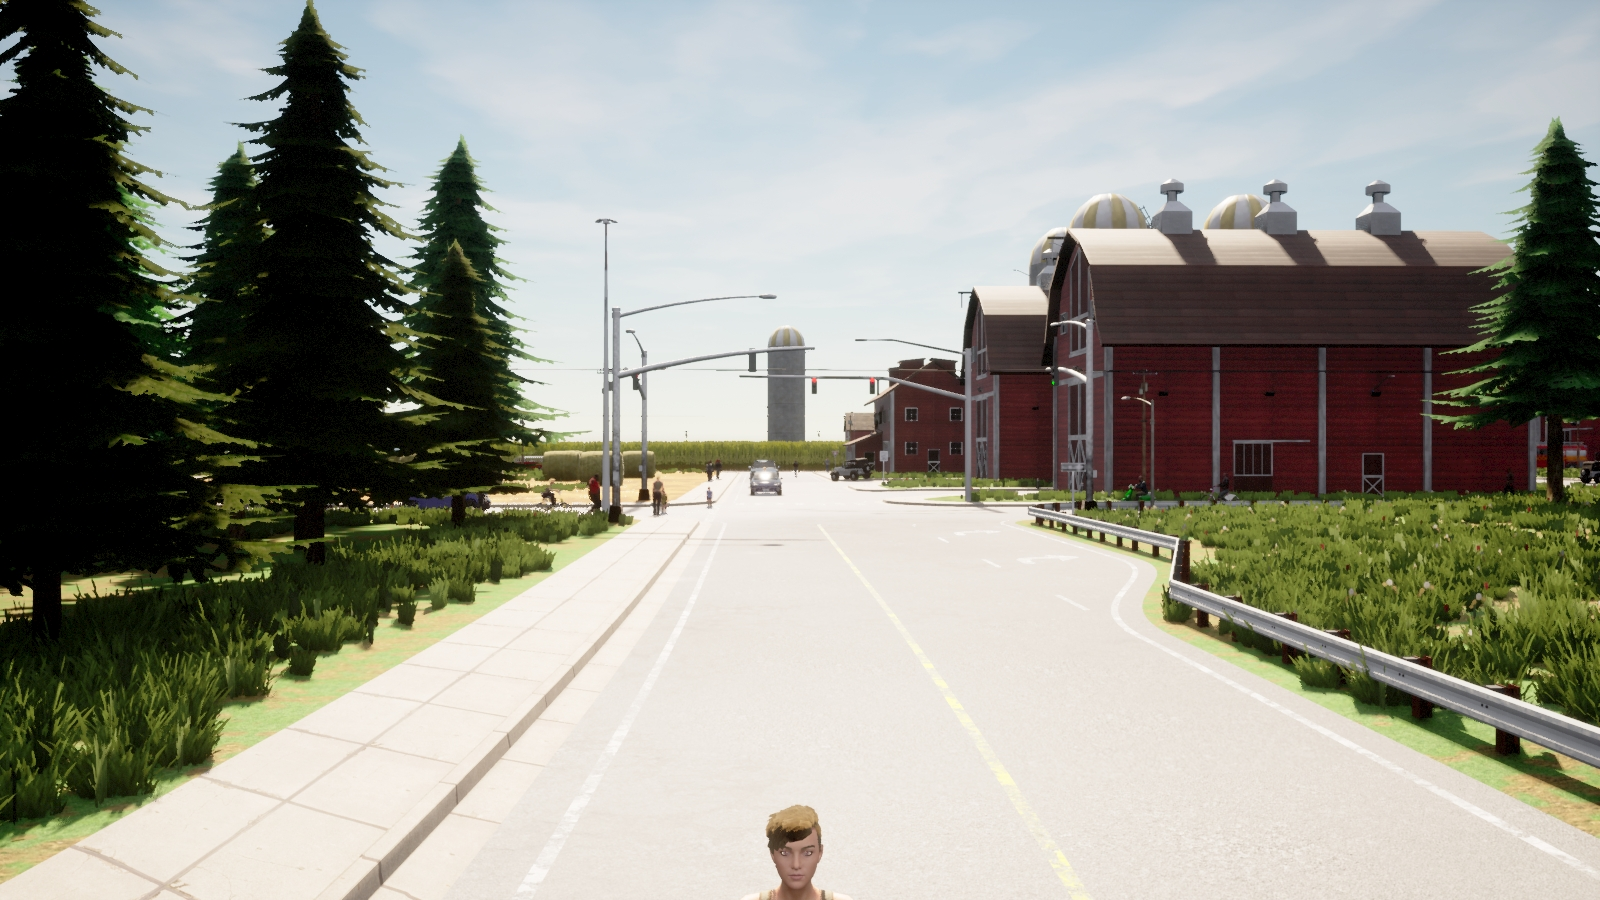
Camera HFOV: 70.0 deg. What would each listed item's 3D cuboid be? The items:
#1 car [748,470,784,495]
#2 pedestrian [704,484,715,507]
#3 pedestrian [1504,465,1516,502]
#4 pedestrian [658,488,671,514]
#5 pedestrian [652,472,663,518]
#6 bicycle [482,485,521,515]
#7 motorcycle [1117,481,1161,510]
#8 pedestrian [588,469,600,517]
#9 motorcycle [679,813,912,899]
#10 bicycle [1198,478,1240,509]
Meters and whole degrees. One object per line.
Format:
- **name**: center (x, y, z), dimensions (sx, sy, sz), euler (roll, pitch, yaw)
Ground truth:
- **car**: center (-2.153, 2.036, 72.119), dimensions (2.163, 1.488, 4.792), euler (0, 0, -2)
- **pedestrian**: center (-4.385, 2.215, 55.340), dimensions (0.500, 1.100, 0.500), euler (0, 0, -1)
- **pedestrian**: center (36.148, 1.700, 58.133), dimensions (0.375, 1.860, 0.375), euler (0, 0, -2)
- **pedestrian**: center (-5.954, 2.227, 50.111), dimensions (0.500, 1.100, 0.500), euler (0, 0, -12)
- **pedestrian**: center (-5.875, 1.849, 47.120), dimensions (0.375, 1.860, 0.375), euler (0, 0, -15)
- **bicycle**: center (-13.008, 2.161, 49.840), dimensions (1.487, 1.276, 0.859), euler (0, 0, -1)
- **motorcycle**: center (15.989, 2.145, 53.899), dimensions (1.805, 1.316, 0.856), euler (0, 0, -1)
- **pedestrian**: center (-8.157, 1.699, 45.186), dimensions (0.375, 1.860, 0.375), euler (0, 0, 6)
- **motorcycle**: center (-0.013, 2.128, 3.457), dimensions (0.764, 1.307, 2.356), euler (0, 0, 0)
- **bicycle**: center (19.800, 2.064, 53.998), dimensions (1.835, 1.471, 0.329), euler (0, 0, -1)
